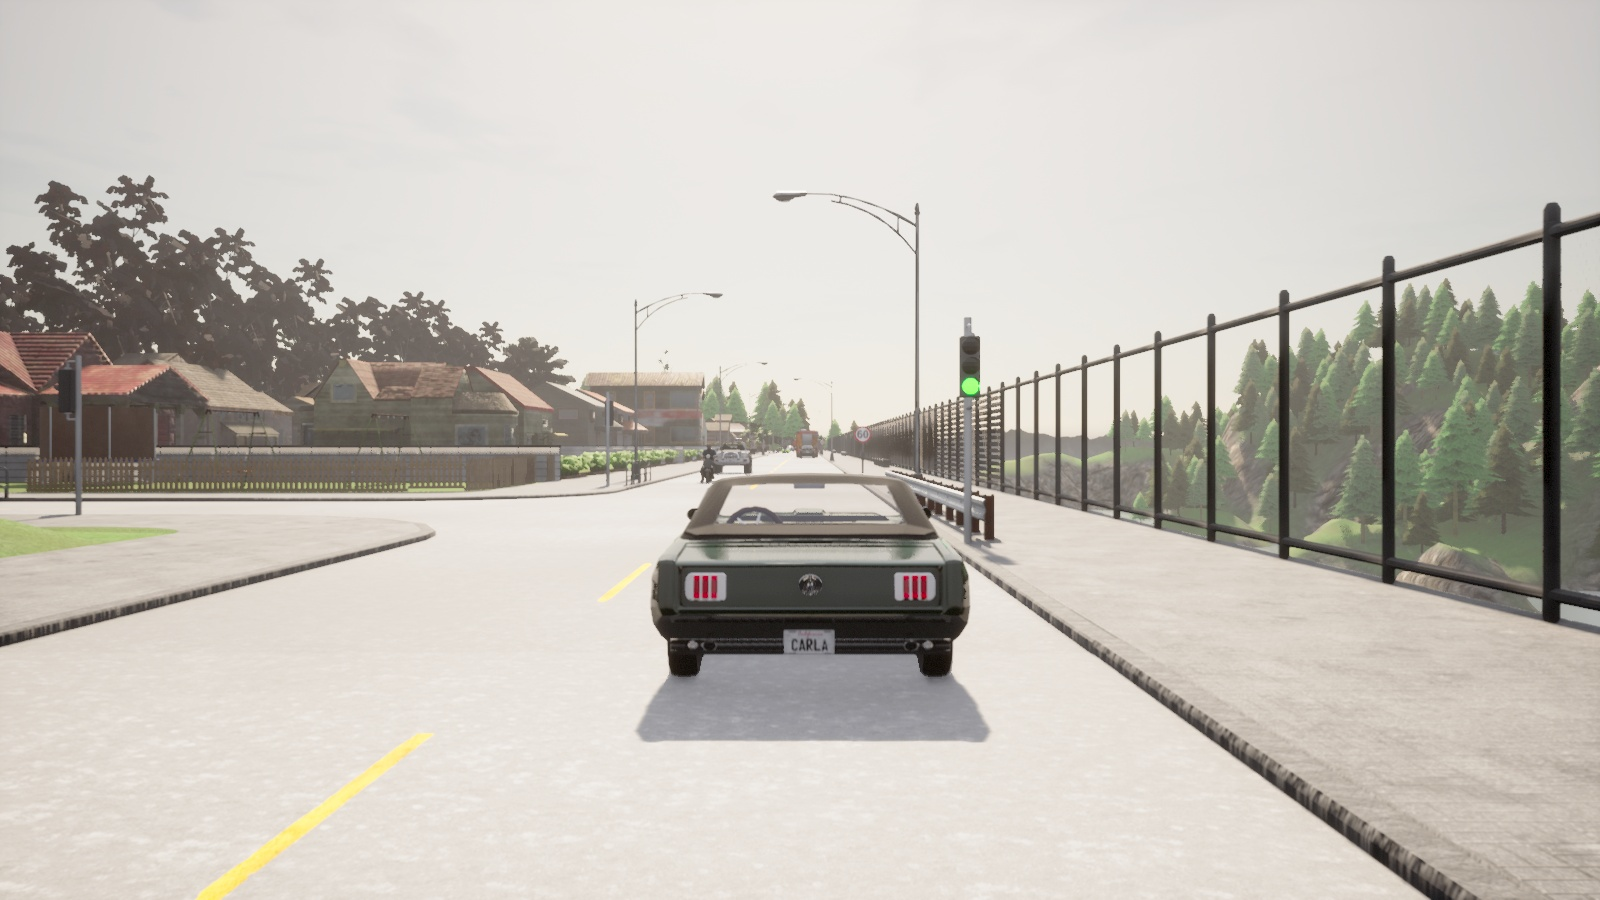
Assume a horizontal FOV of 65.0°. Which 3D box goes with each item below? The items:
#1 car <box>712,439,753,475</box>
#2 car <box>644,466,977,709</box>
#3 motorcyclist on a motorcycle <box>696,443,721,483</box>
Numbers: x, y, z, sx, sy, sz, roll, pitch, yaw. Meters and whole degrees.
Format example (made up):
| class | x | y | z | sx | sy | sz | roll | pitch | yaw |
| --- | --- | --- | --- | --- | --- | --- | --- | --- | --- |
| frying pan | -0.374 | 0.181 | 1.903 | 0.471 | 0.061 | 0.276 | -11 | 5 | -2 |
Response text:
| class | x | y | z | sx | sy | sz | roll | pitch | yaw |
| --- | --- | --- | --- | --- | --- | --- | --- | --- | --- |
| car | -3.593 | 0.334 | 67.249 | 1.932 | 1.855 | 4.605 | 0 | 0 | 0 |
| car | 0.070 | 0.815 | 9.511 | 1.895 | 1.301 | 4.718 | 0 | 0 | 0 |
| motorcyclist on a motorcycle | -3.691 | 0.526 | 50.797 | 0.866 | 1.590 | 1.817 | 0 | 0 | 0 |
